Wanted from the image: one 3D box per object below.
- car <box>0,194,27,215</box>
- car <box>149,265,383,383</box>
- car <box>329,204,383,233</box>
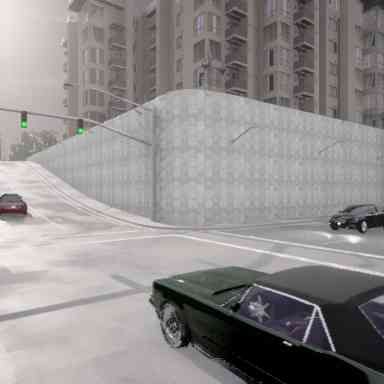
[{"bbox_3d":[-13.755,0.804,25.045,1.994,1.385,4.181,0,6,-36],"label":"car"},{"bbox_3d":[1.327,1.602,4.060,1.895,1.301,4.718,0,0,-36],"label":"car"},{"bbox_3d":[10.113,1.507,19.810,4.892,1.490,1.837,0,0,-36],"label":"car"}]
